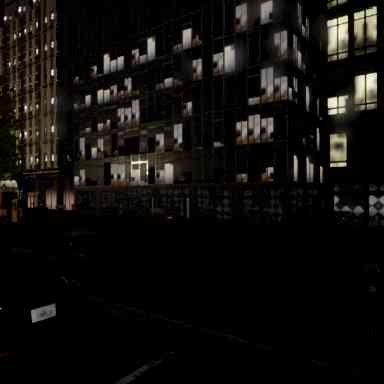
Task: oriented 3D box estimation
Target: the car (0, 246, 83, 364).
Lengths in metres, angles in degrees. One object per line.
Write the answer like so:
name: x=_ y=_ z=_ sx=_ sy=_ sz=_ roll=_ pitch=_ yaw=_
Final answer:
car: x=-3.566 y=1.566 z=5.414 sx=4.313 sy=1.339 sz=1.947 roll=0 pitch=0 yaw=35
